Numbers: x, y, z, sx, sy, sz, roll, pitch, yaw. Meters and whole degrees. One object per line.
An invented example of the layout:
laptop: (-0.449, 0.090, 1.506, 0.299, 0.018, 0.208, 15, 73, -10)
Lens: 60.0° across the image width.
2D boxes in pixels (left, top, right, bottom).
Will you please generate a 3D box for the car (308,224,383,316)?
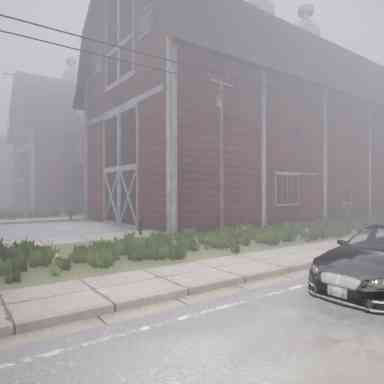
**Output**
car: (4.521, 1.464, 7.216, 4.902, 1.511, 2.128, 0, 0, -36)
